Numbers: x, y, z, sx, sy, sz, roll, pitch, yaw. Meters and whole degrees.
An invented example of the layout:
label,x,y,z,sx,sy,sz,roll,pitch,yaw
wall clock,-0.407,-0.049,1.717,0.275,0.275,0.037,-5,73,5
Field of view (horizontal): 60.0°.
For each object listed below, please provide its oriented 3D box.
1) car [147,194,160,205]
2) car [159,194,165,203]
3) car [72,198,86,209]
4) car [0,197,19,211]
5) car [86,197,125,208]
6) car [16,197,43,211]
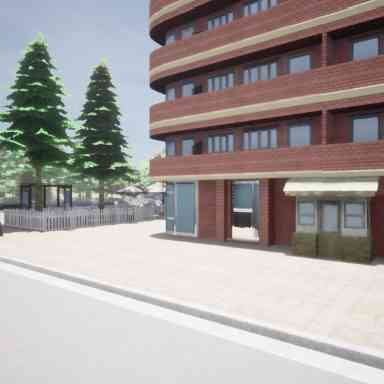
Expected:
label,x,y,z,sx,sy,sz,roll,pitch,yaw
car,-4.662,1.162,55.255,5.566,2.045,2.150,-1,0,-39
car,-2.145,1.422,52.723,5.008,1.535,1.882,0,0,-38
car,-15.191,1.508,43.780,1.994,1.385,4.181,0,0,37
car,-20.498,1.296,36.963,2.097,1.767,4.553,0,0,38
car,-10.927,1.449,43.522,1.837,1.490,4.892,0,0,39
car,-16.428,1.508,36.513,1.994,1.385,4.181,0,0,38
